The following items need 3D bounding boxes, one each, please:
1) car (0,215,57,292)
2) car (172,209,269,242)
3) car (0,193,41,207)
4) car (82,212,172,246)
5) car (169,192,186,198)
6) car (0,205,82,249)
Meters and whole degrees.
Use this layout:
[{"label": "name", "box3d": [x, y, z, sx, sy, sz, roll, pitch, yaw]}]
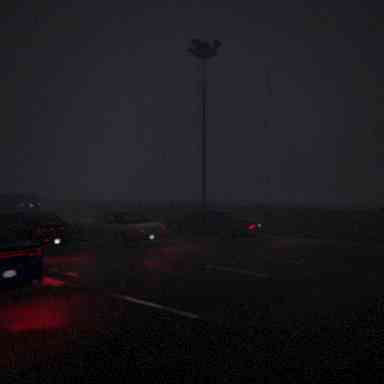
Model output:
[{"label": "car", "box3d": [-5.595, 1.450, 7.980, 5.008, 1.535, 1.882, 0, 0, 36]}, {"label": "car", "box3d": [0.953, 1.522, 16.208, 5.357, 1.411, 2.033, 0, 0, 35]}, {"label": "car", "box3d": [-14.615, 1.137, 27.309, 5.566, 2.045, 2.150, 0, 0, 36]}, {"label": "car", "box3d": [-3.465, 1.566, 15.060, 4.718, 1.301, 1.895, 0, 0, 35]}, {"label": "car", "box3d": [-3.719, 1.051, 85.899, 4.605, 1.855, 1.932, 0, 0, 35]}, {"label": "car", "box3d": [-6.702, 1.465, 13.069, 4.892, 1.490, 1.837, 0, 0, 36]}]
